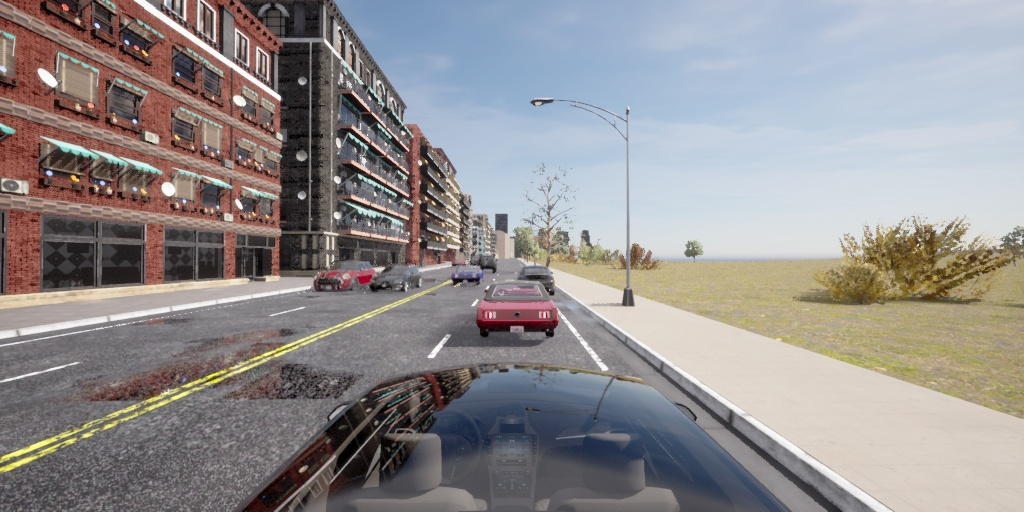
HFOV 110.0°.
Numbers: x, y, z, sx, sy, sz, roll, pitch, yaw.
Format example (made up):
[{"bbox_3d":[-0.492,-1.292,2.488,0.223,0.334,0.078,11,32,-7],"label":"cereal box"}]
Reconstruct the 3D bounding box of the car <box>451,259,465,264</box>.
[{"bbox_3d":[-9.535,1.227,63.943,1.882,1.535,5.008,0,0,1],"label":"car"}]

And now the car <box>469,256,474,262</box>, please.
[{"bbox_3d":[-6.288,0.970,63.796,2.150,2.045,5.566,0,0,1],"label":"car"}]

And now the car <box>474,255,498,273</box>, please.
[{"bbox_3d":[-2.968,0.967,43.646,2.150,2.045,5.566,0,-1,0],"label":"car"}]

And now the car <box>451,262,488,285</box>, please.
[{"bbox_3d":[-3.048,1.353,25.836,1.895,1.301,4.718,0,0,0],"label":"car"}]

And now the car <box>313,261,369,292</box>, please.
[{"bbox_3d":[-9.767,1.104,21.355,2.097,1.767,4.553,0,0,0],"label":"car"}]

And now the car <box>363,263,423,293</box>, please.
[{"bbox_3d":[-6.520,1.257,20.692,1.837,1.490,4.892,0,0,0],"label":"car"}]

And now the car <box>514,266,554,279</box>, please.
[{"bbox_3d":[1.213,1.257,19.446,1.837,1.490,4.892,0,0,0],"label":"car"}]

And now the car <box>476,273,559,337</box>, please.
[{"bbox_3d":[0.135,1.352,10.246,1.895,1.301,4.718,0,0,0],"label":"car"}]
